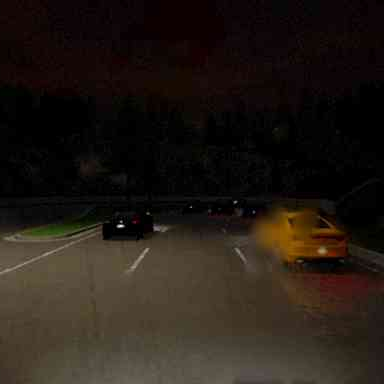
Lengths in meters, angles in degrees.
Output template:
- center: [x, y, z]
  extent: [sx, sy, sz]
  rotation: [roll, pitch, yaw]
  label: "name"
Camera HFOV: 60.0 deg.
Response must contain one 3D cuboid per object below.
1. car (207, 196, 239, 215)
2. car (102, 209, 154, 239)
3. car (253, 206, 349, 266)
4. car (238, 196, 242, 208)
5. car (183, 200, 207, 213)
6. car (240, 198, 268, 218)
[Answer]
- center: [3.283, 1.478, 33.907]
  extent: [1.882, 1.535, 5.008]
  rotation: [0, 0, 16]
  label: "car"
- center: [-3.243, 1.564, 17.508]
  extent: [1.994, 1.385, 4.181]
  rotation: [0, 0, 2]
  label: "car"
- center: [3.619, 1.477, 11.657]
  extent: [1.882, 1.535, 5.008]
  rotation: [0, 0, 0]
  label: "car"
- center: [5.962, 1.352, 44.025]
  extent: [2.097, 1.767, 4.553]
  rotation: [0, 0, 13]
  label: "car"
- center: [0.465, 1.564, 36.817]
  extent: [1.994, 1.385, 4.181]
  rotation: [0, 0, 16]
  label: "car"
- center: [5.703, 1.477, 29.631]
  extent: [1.882, 1.535, 5.008]
  rotation: [0, 0, 15]
  label: "car"
